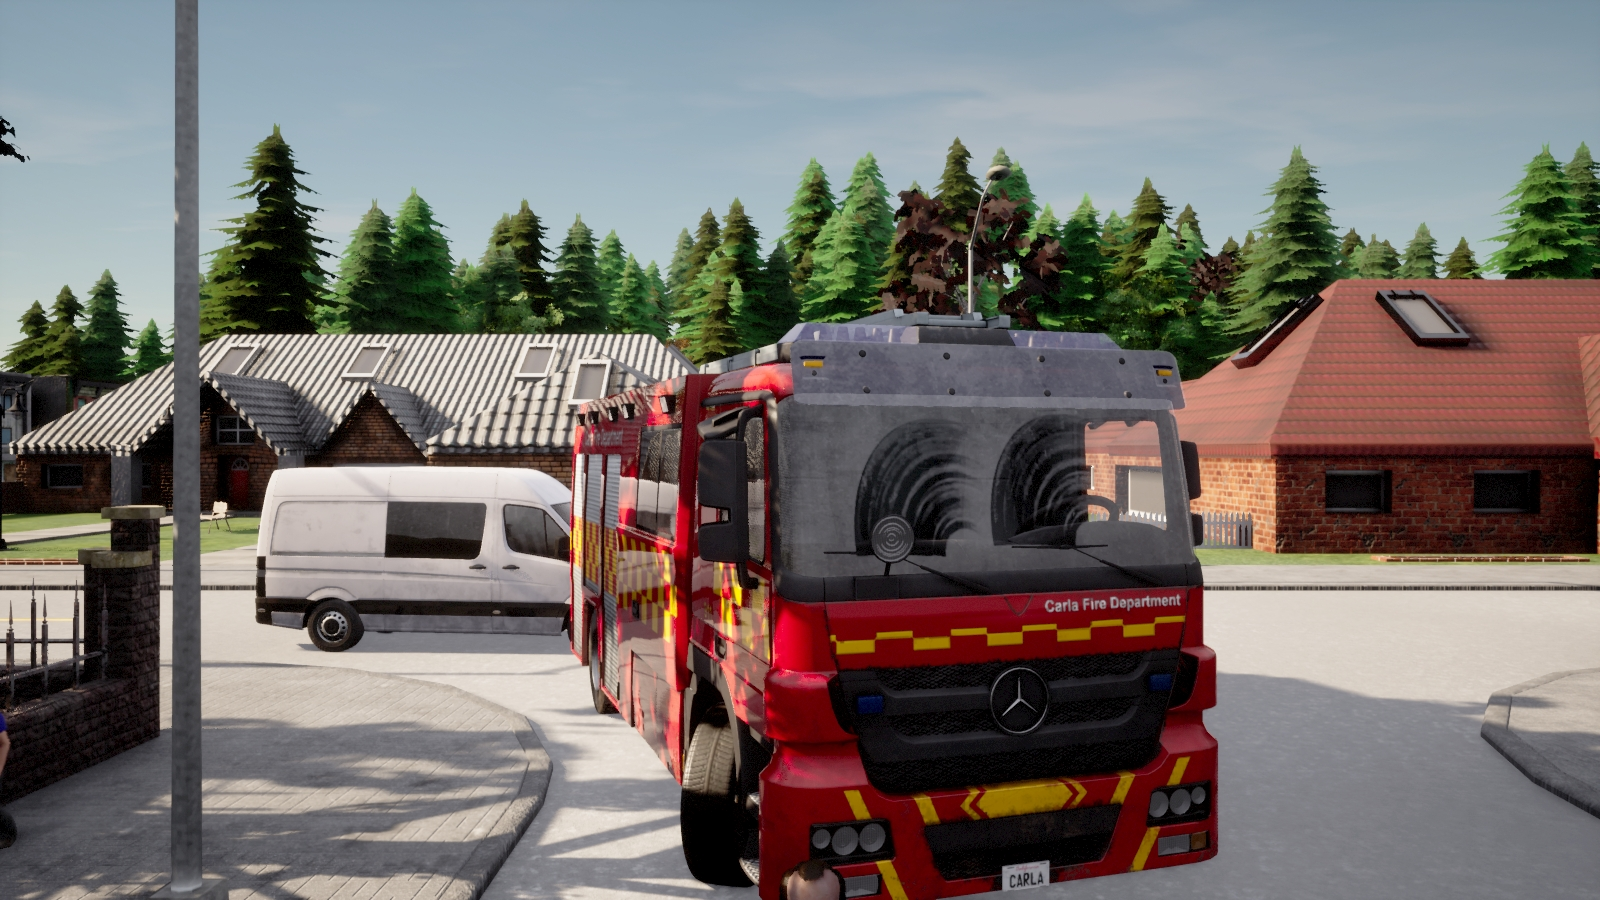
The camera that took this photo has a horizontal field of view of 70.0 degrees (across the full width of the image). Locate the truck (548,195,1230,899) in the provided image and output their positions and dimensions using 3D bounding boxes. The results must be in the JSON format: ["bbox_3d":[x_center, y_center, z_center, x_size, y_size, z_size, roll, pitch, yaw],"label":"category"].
[{"bbox_3d":[-0.279,0.670,10.050,2.891,3.827,8.468,0,0,-19],"label":"truck"}]

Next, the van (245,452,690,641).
[{"bbox_3d":[-4.701,1.314,16.673,5.915,2.561,1.988,0,0,4],"label":"van"}]
